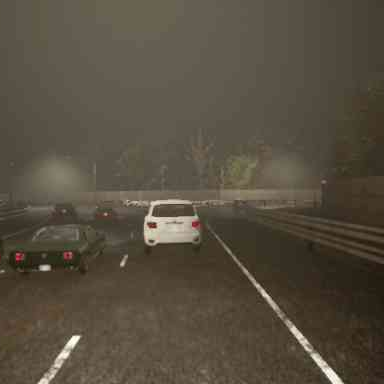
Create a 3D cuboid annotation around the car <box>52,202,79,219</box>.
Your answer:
[{"bbox_3d":[-11.917,1.742,31.485,2.097,1.767,4.553,0,0,-17],"label":"car"}]

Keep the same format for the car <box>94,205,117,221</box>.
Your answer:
[{"bbox_3d":[-8.000,1.906,30.623,1.994,1.385,4.181,0,-1,-16],"label":"car"}]

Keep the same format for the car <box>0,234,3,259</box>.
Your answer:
[{"bbox_3d":[-7.543,1.515,9.894,2.097,1.767,4.553,-1,0,-5],"label":"car"}]

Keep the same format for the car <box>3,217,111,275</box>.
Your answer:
[{"bbox_3d":[-4.085,1.737,10.989,1.895,1.301,4.718,-1,0,-5],"label":"car"}]

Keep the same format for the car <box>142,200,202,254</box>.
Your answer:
[{"bbox_3d":[-0.963,1.354,14.384,2.150,2.045,5.566,0,-1,-7],"label":"car"}]
